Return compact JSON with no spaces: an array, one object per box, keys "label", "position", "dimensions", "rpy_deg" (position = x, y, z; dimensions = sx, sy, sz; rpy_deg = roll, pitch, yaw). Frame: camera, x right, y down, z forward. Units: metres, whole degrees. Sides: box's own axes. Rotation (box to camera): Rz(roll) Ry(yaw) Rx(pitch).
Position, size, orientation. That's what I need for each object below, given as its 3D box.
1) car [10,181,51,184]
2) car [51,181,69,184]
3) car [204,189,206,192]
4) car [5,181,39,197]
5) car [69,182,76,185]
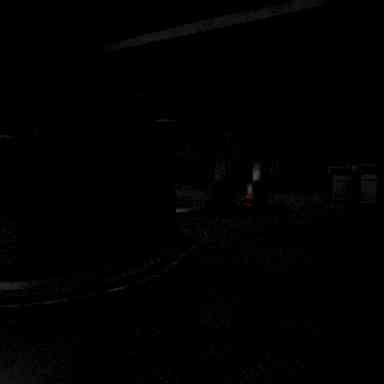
[{"label":"car","position":[-17.220,-0.177,35.207],"dimensions":[3.866,1.878,1.905],"rpy_deg":[2,2,35]},{"label":"car","position":[-26.761,-1.255,65.454],"dimensions":[3.866,1.878,1.905],"rpy_deg":[2,2,35]},{"label":"car","position":[4.903,-0.325,65.594],"dimensions":[5.027,1.636,2.152],"rpy_deg":[2,2,35]},{"label":"car","position":[-21.751,-0.462,42.425],"dimensions":[4.605,1.855,1.932],"rpy_deg":[2,2,35]},{"label":"car","position":[-25.422,-1.282,68.065],"dimensions":[4.605,1.855,1.932],"rpy_deg":[2,2,35]}]
